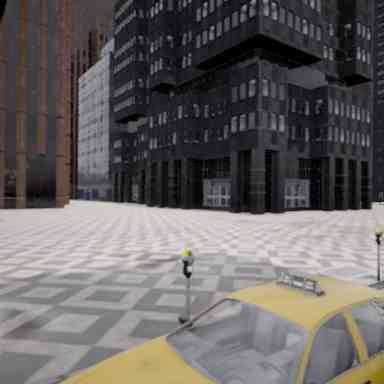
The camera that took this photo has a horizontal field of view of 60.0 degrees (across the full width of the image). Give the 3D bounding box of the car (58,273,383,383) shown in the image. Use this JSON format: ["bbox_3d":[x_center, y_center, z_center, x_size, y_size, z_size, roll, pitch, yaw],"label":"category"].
[{"bbox_3d":[0.870,1.541,3.193,4.829,1.417,1.752,1,0,-36],"label":"car"}]
